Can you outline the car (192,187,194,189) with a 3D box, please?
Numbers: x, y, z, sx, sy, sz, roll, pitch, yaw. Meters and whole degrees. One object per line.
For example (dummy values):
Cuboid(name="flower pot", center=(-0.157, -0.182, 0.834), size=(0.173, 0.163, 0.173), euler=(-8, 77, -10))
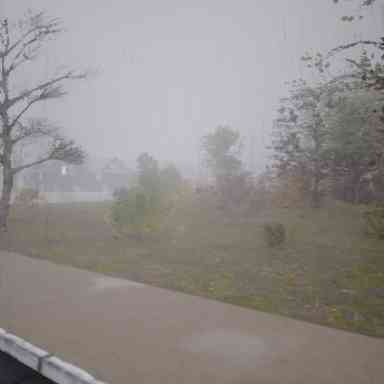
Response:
Cuboid(name="car", center=(-0.961, 0.043, 60.544), size=(5.566, 2.045, 2.150), euler=(-1, 0, -45))
